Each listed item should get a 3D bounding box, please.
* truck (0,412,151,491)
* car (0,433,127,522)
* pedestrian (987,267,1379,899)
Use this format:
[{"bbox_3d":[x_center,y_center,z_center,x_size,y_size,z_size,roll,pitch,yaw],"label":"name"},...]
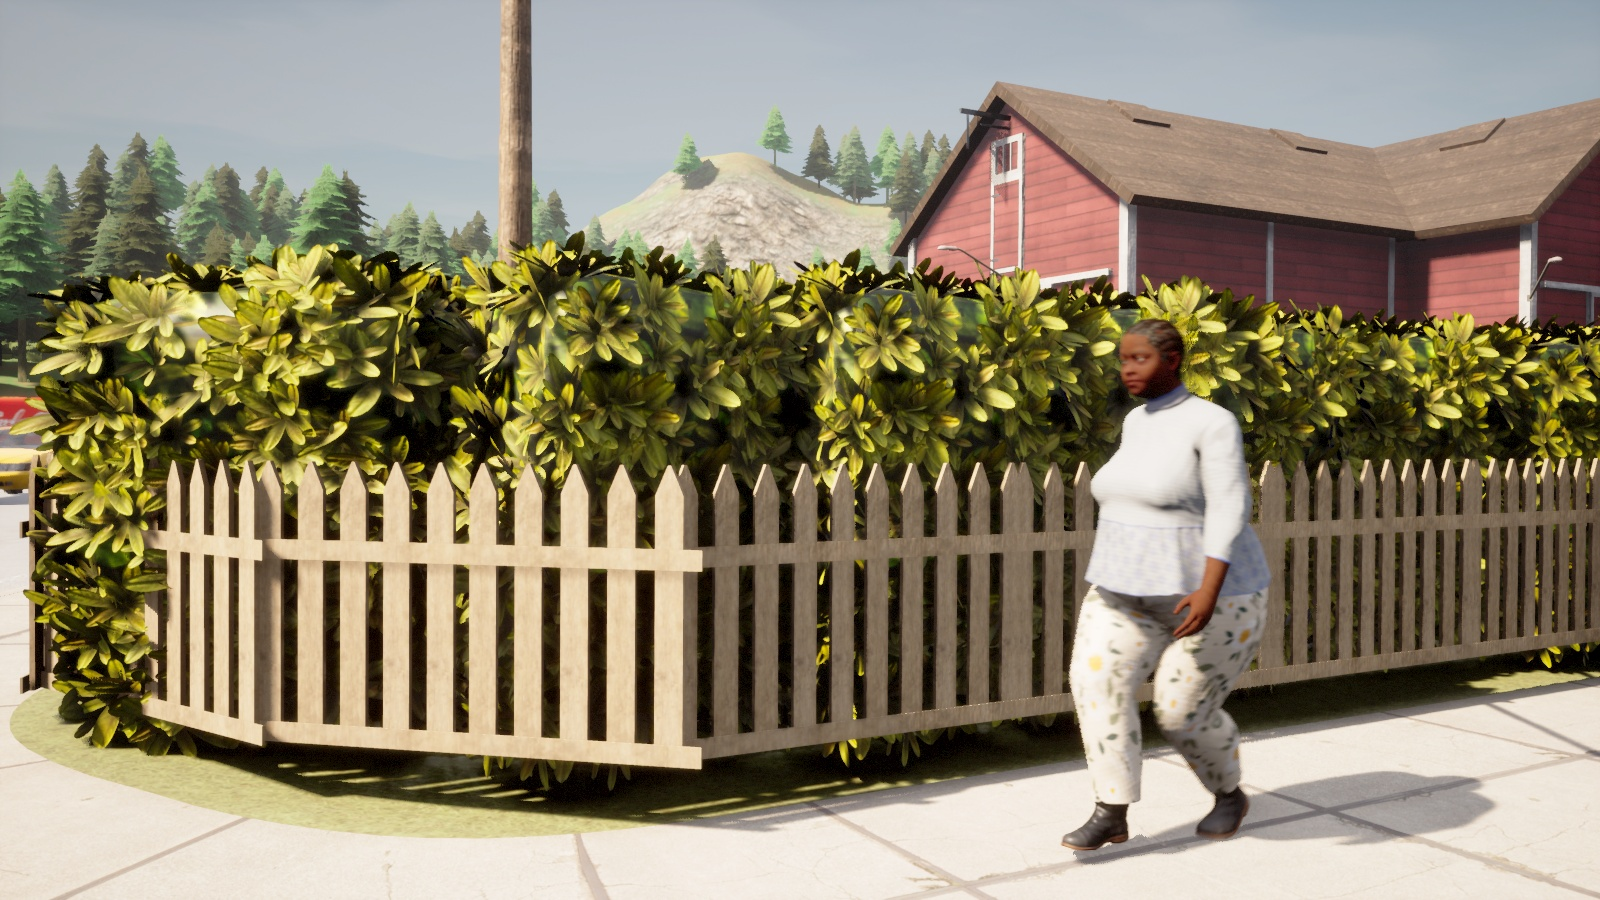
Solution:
[{"bbox_3d":[-24.594,0.017,41.819,5.204,2.467,2.627,-2,1,-29],"label":"truck"},{"bbox_3d":[-15.161,0.460,24.850,1.801,1.575,5.366,-1,1,-12],"label":"car"},{"bbox_3d":[1.278,0.383,4.265,0.900,1.855,0.874,-1,1,-29],"label":"pedestrian"}]
